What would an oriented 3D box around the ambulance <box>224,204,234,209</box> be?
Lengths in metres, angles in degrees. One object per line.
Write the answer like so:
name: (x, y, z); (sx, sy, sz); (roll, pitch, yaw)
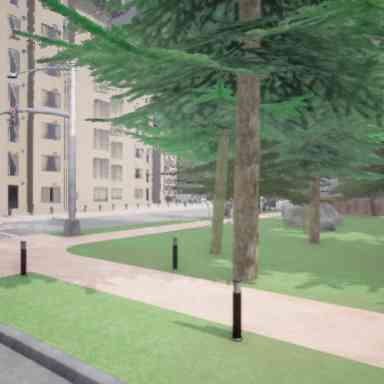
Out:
ambulance: (5.869, 0.885, 44.195); (2.351, 2.431, 6.366); (1, 0, 37)
